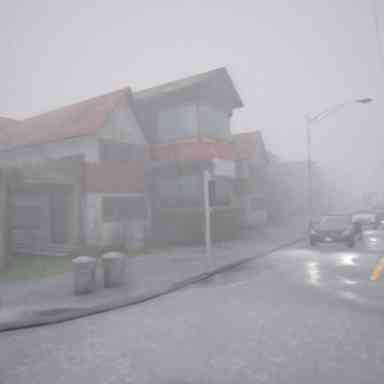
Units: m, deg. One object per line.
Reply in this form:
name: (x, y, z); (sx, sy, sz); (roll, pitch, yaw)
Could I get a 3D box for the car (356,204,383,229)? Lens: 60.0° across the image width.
car: (12.617, 1.831, 24.253); (1.812, 1.442, 4.674); (-3, -2, 35)

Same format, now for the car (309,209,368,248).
car: (7.154, 1.774, 16.274); (1.812, 1.442, 4.674); (-3, -2, 34)
